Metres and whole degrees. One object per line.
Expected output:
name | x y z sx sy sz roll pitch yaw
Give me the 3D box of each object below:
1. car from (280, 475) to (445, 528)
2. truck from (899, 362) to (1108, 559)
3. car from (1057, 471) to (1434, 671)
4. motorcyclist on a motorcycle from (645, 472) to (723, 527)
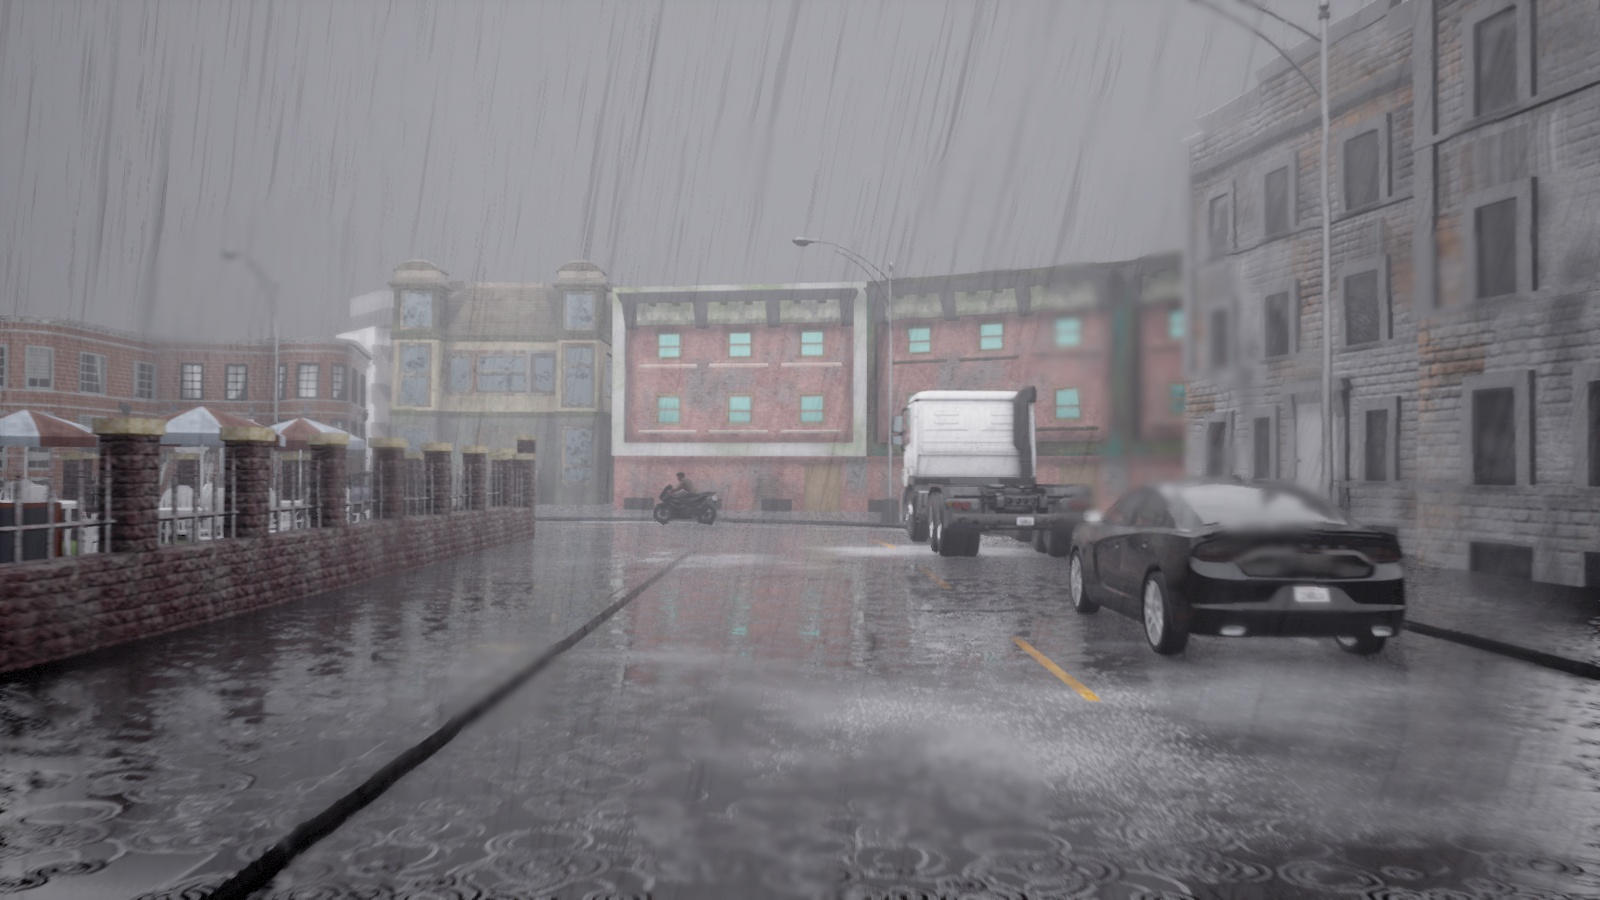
car | -12.741 1.494 36.737 4.193 1.474 1.816 0 -1 0
truck | 3.889 0.254 26.081 2.891 3.462 7.936 0 -1 -1
car | 3.970 0.982 12.258 1.882 1.535 5.008 0 -1 0
motorcyclist on a motorcycle | -3.326 1.415 36.029 2.044 1.523 0.797 -1 0 21
